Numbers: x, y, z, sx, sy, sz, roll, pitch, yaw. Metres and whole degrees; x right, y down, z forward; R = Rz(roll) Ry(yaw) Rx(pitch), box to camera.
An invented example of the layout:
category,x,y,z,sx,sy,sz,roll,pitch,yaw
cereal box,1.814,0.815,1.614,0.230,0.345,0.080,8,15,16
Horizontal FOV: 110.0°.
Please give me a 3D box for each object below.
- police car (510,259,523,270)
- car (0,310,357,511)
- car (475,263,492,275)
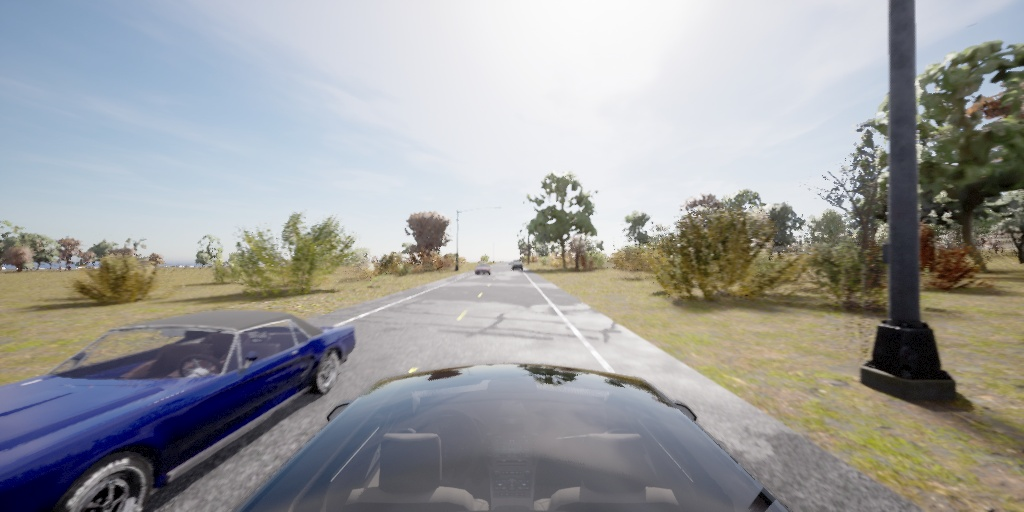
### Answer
category,x,y,z,sx,sy,sz,roll,pitch,yaw
police car,1.019,1.708,64.123,1.930,1.638,5.238,0,0,0
car,-3.601,1.370,3.938,1.895,1.301,4.718,0,-1,0
car,-3.604,1.648,45.030,1.812,1.442,4.674,0,0,0
